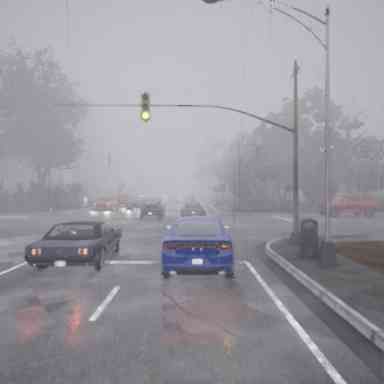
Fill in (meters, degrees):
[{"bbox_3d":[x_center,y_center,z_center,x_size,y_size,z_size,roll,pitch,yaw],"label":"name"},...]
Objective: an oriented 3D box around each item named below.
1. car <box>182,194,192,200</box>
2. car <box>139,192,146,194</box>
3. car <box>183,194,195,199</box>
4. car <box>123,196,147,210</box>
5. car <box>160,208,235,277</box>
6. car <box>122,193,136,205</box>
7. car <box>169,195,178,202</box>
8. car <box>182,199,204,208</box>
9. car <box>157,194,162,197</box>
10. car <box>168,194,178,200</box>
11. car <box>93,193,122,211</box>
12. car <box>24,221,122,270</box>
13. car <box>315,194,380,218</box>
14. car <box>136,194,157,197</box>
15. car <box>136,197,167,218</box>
[{"bbox_3d":[-1.289,1.295,83.714,1.837,1.490,4.892,0,0,-7],"label":"car"},{"bbox_3d":[-10.927,1.102,71.575,2.150,2.045,5.566,0,0,-3],"label":"car"},{"bbox_3d":[-0.533,1.221,73.788,2.097,1.767,4.553,0,0,-4],"label":"car"},{"bbox_3d":[-7.095,1.546,42.808,1.994,1.385,4.181,0,0,0],"label":"car"},{"bbox_3d":[0.187,1.474,10.244,1.882,1.535,5.008,0,0,1],"label":"car"},{"bbox_3d":[-10.565,1.194,50.779,2.150,2.045,5.566,0,0,0],"label":"car"},{"bbox_3d":[-3.995,1.410,72.965,2.033,1.411,5.357,0,0,-4],"label":"car"},{"bbox_3d":[0.098,1.552,27.880,1.994,1.385,4.181,0,0,0],"label":"car"},{"bbox_3d":[-7.104,1.537,61.642,1.895,1.301,4.718,0,0,-1],"label":"car"},{"bbox_3d":[-4.786,1.334,83.434,2.033,1.411,5.357,0,0,-7],"label":"car"},{"bbox_3d":[-10.622,1.335,41.194,2.097,1.767,4.553,0,0,1],"label":"car"},{"bbox_3d":[-3.563,1.597,10.977,1.895,1.301,4.718,0,0,-3],"label":"car"},{"bbox_3d":[14.114,1.209,30.238,5.566,2.045,2.150,0,0,-6],"label":"car"},{"bbox_3d":[-7.068,1.448,51.617,1.882,1.535,5.008,0,0,0],"label":"car"},{"bbox_3d":[-3.401,1.492,29.431,1.837,1.490,4.892,0,0,0],"label":"car"}]
